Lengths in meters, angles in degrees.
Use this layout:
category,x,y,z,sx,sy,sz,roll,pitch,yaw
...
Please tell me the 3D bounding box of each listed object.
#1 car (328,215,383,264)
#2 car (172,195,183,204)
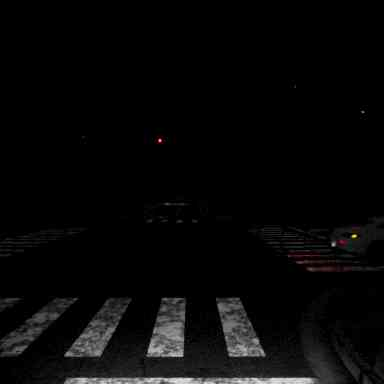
category,x,y,z,sx,sy,sz,roll,pitch,yaw
car,6.975,1.491,10.998,4.674,1.442,1.812,0,-1,0
car,-2.932,1.498,69.321,2.097,1.767,4.553,0,0,0
